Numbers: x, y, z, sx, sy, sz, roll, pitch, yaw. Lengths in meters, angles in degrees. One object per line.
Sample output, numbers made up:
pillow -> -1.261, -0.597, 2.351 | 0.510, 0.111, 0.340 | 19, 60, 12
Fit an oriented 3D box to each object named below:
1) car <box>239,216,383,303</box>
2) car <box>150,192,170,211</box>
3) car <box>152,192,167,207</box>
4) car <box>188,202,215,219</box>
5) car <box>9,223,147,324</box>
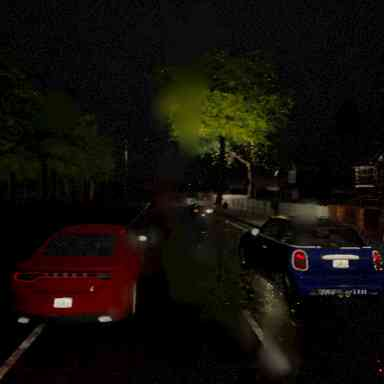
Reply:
car -> 2.658, 1.385, 8.500 | 2.097, 1.767, 4.553 | 1, 0, -5
car -> -3.705, 1.070, 38.455 | 2.150, 2.045, 5.566 | 1, 0, -5
car -> -4.803, 1.001, 49.148 | 2.150, 2.045, 5.566 | 1, 0, -5
car -> 0.705, 1.561, 29.057 | 1.895, 1.301, 4.718 | 1, 0, -5
car -> -2.067, 1.413, 7.204 | 1.882, 1.535, 5.008 | 1, 0, -5
